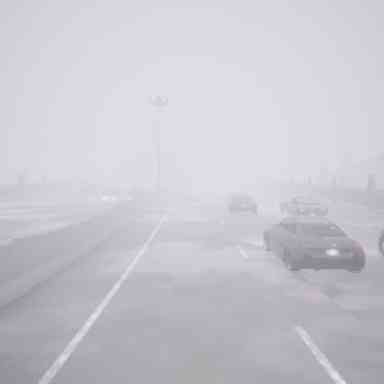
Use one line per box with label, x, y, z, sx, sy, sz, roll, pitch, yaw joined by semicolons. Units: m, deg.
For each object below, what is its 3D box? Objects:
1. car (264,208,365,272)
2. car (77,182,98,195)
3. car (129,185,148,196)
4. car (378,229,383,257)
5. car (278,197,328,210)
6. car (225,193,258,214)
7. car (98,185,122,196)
car;3.574;1.438;10.430;1.994;1.385;4.181;0;2;0
car;-14.050;-0.492;45.646;2.097;1.767;4.553;0;3;0
car;-7.062;-0.230;43.897;1.812;1.442;4.674;0;3;0
car;7.061;1.276;8.901;2.097;1.767;4.553;0;2;0
car;7.051;0.954;21.652;1.895;1.301;4.718;0;3;1
car;3.578;0.769;24.620;1.994;1.385;4.181;0;3;0
car;-10.560;-0.202;44.072;1.994;1.385;4.181;0;3;0
